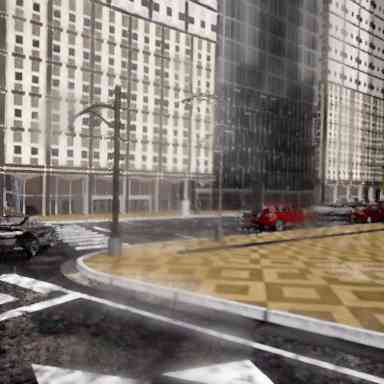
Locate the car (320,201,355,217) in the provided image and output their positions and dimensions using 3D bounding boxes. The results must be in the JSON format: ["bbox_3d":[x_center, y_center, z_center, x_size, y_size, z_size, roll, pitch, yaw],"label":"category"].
[{"bbox_3d":[15.065,1.928,35.879,4.718,1.301,1.895,0,1,-34],"label":"car"}]

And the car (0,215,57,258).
[{"bbox_3d":[-6.817,1.676,13.254,2.128,1.511,4.902,0,-2,-10],"label":"car"}]

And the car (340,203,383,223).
[{"bbox_3d":[15.670,1.980,29.738,4.507,1.381,1.887,0,1,-34],"label":"car"}]

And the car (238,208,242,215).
[{"bbox_3d":[6.543,1.757,33.038,4.403,1.369,2.008,0,1,-34],"label":"car"}]

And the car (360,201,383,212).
[{"bbox_3d":[25.255,1.952,45.846,4.206,1.307,1.802,1,1,-34],"label":"car"}]

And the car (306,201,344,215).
[{"bbox_3d":[15.759,1.812,39.345,4.829,1.417,1.752,0,1,-34],"label":"car"}]

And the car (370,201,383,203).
[{"bbox_3d":[20.353,1.791,32.936,5.009,1.841,2.192,1,1,-34],"label":"car"}]

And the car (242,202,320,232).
[{"bbox_3d":[6.319,1.669,23.330,5.009,1.841,2.192,0,1,-34],"label":"car"}]
